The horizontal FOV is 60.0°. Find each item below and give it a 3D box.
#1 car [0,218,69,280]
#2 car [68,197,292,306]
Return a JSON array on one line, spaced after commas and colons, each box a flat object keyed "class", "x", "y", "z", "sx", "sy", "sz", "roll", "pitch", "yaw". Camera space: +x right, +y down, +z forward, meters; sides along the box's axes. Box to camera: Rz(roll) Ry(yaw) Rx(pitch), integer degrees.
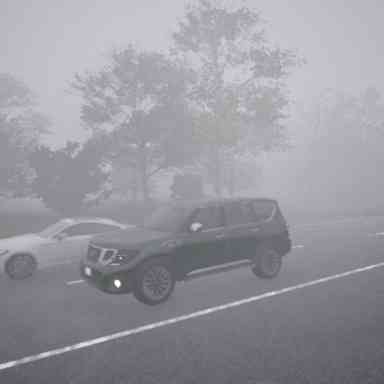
[{"class": "car", "x": -3.577, "y": 1.513, "z": 10.039, "sx": 4.674, "sy": 1.442, "sz": 1.812, "roll": 0, "pitch": 0, "yaw": -35}, {"class": "car", "x": 0.129, "y": 1.191, "z": 8.382, "sx": 5.566, "sy": 2.045, "sz": 2.150, "roll": -2, "pitch": 1, "yaw": -35}]
